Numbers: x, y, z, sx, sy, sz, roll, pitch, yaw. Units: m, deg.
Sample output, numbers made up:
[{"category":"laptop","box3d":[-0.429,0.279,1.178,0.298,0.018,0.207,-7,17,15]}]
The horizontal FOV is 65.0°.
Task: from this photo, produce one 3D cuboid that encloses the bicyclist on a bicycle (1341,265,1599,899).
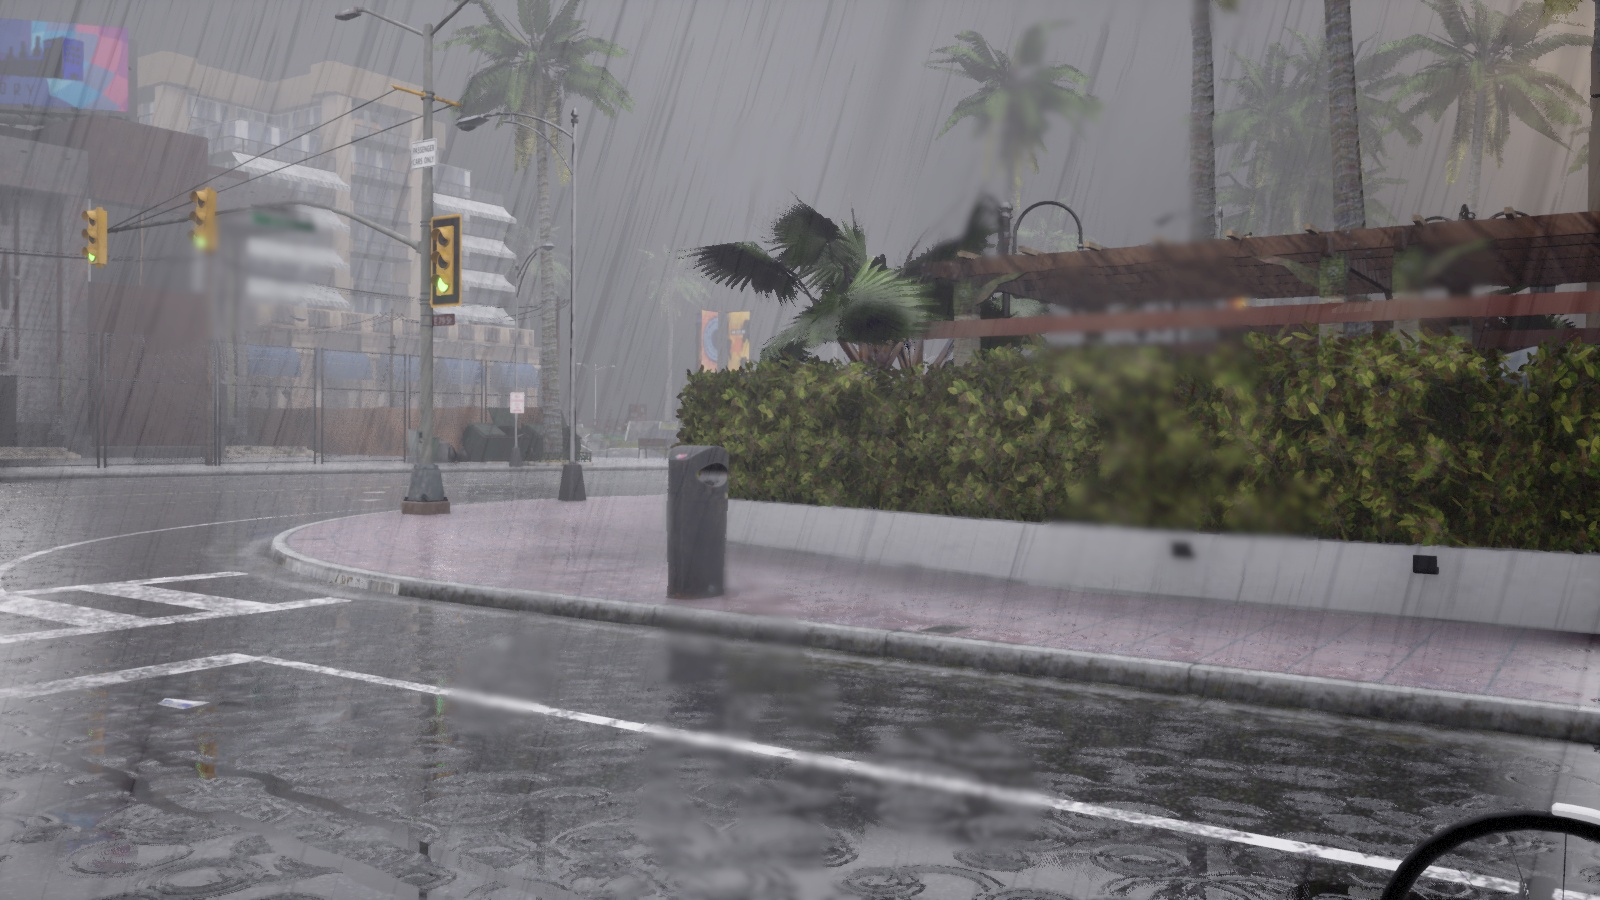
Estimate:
[{"category":"bicyclist on a bicycle","box3d":[2.029,0.553,2.267,1.843,1.776,0.659,0,1,34]}]
